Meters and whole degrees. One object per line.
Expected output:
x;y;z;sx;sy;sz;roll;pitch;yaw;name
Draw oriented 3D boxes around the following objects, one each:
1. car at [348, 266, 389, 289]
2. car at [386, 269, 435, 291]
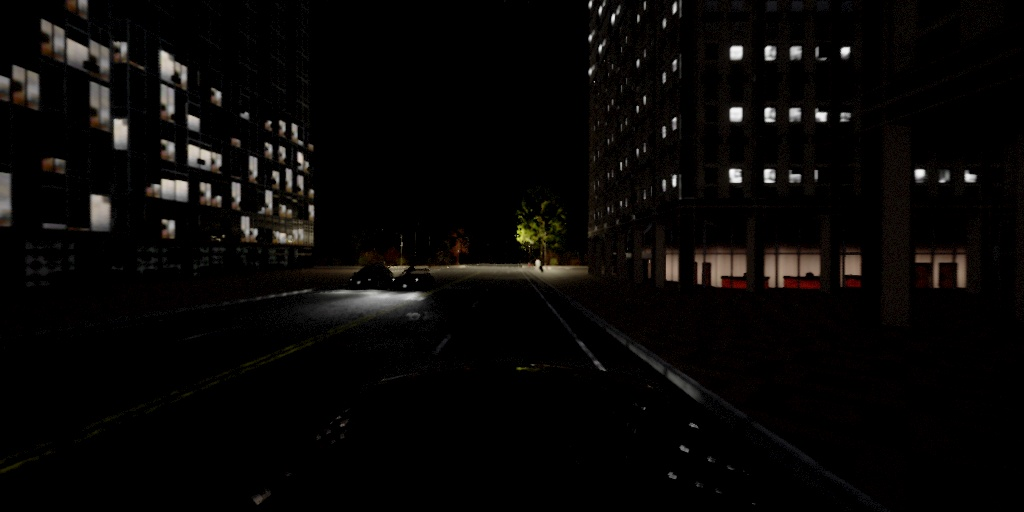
-9.851;1.484;25.458;1.837;1.490;4.892;0;-1;0;car
-6.602;1.569;24.311;1.895;1.301;4.718;0;-1;0;car
